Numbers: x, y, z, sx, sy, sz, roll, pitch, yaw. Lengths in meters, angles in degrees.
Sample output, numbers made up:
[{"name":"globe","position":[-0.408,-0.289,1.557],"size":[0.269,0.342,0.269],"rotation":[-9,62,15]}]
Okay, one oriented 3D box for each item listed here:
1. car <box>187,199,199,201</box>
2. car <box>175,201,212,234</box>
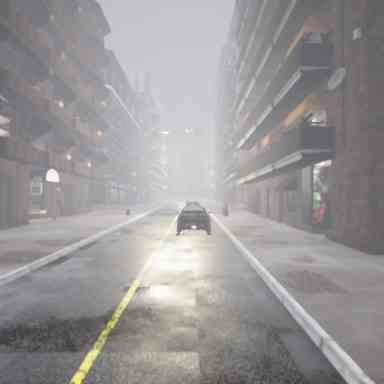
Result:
[{"name":"car","position":[0.096,1.560,40.728],"size":[2.128,1.511,4.902],"rotation":[0,0,0]},{"name":"car","position":[0.096,1.534,19.321],"size":[1.837,1.490,4.892],"rotation":[0,0,0]}]
